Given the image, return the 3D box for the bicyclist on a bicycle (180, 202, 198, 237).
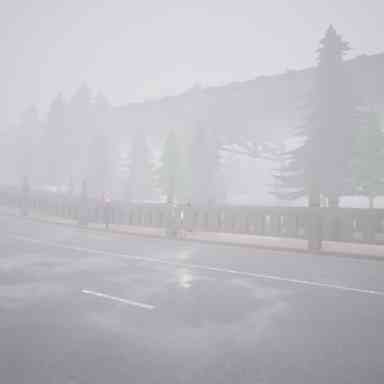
[{"bbox_3d":[-0.096,1.336,16.116,0.582,1.620,1.656,1,-2,33],"label":"bicyclist on a bicycle"}]
